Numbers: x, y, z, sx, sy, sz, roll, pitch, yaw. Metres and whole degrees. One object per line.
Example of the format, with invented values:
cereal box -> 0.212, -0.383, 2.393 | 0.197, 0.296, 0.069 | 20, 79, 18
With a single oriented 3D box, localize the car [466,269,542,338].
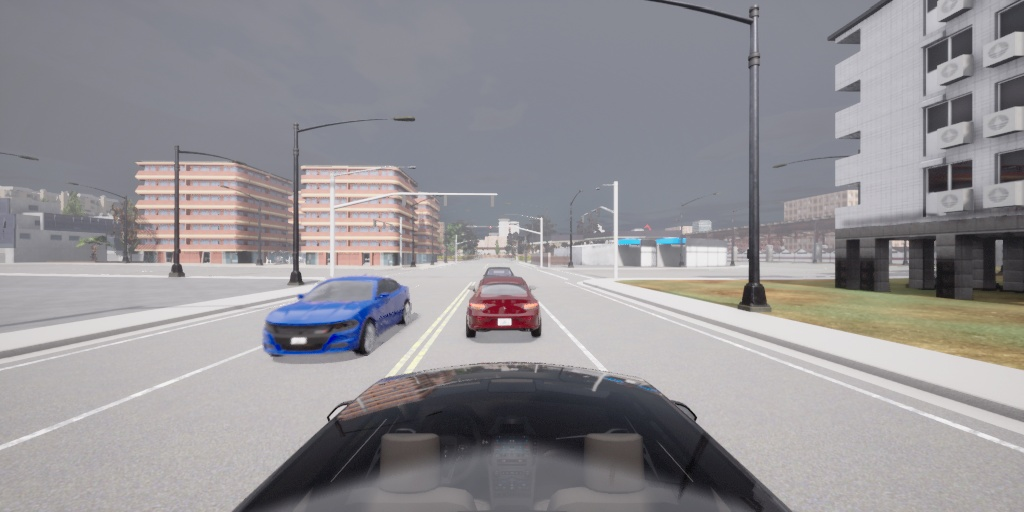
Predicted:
car -> -0.265, 1.276, 10.132 | 1.812, 1.442, 4.674 | 0, 0, -3

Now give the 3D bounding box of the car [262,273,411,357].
car -> -3.877, 1.227, 8.826 | 1.882, 1.535, 5.008 | 0, 0, -3

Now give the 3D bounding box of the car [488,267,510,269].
car -> -0.720, 1.297, 19.706 | 2.033, 1.411, 5.357 | 0, 0, -3
